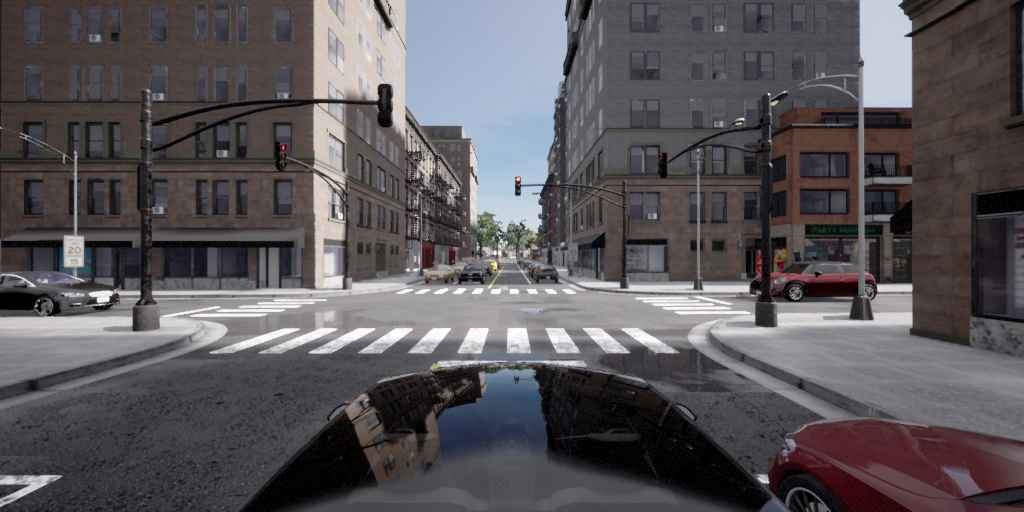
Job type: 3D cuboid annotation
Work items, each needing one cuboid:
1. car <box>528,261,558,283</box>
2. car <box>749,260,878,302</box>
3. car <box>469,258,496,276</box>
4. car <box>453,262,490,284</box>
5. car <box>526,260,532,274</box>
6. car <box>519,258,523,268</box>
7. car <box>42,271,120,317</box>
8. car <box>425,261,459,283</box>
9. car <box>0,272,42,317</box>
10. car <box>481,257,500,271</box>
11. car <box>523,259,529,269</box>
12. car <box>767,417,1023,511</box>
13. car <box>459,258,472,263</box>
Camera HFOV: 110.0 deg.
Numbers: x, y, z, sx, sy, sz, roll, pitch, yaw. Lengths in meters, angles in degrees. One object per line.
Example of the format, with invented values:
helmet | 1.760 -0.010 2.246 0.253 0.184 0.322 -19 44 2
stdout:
car | 2.572 1.298 27.786 2.007 1.370 4.403 0 0 0
car | 13.223 1.034 15.965 4.553 1.767 2.097 0 0 0
car | -2.938 1.252 36.787 1.837 1.490 4.892 0 0 0
car | -2.895 1.349 26.668 1.895 1.301 4.718 0 0 -1
car | 2.559 1.293 33.267 1.888 1.381 4.507 0 0 0
car | 2.504 1.299 55.195 2.007 1.370 4.403 0 0 0
car | -17.098 1.309 12.900 4.902 1.511 2.128 0 0 1
car | -5.480 1.273 27.596 1.751 1.417 4.829 0 0 0
car | -5.398 1.065 0.758 2.192 1.841 5.009 0 0 0
car | -2.951 1.226 47.284 1.882 1.535 5.008 0 0 0
car | 2.545 1.298 38.749 2.007 1.370 4.403 0 0 0
car | 2.640 1.332 0.778 1.802 1.307 4.207 0 0 0
car | -5.504 1.273 38.559 1.751 1.417 4.829 0 0 0
